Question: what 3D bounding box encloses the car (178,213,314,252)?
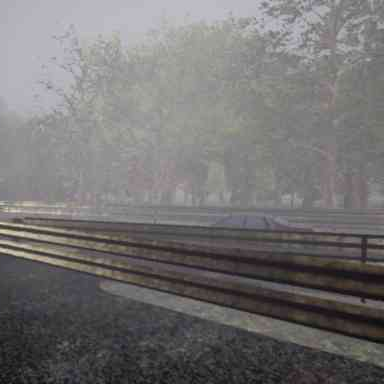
[{"bbox_3d":[2.134,1.548,13.269,5.357,1.411,2.033,0,0,23],"label":"car"}]
